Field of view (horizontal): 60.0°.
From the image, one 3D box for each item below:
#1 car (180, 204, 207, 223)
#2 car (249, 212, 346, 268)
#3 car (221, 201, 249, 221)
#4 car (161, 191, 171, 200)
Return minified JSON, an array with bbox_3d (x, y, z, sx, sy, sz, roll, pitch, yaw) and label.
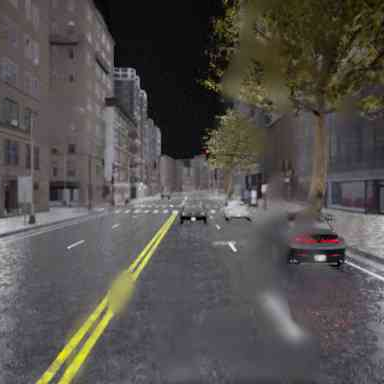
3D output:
[{"bbox_3d":[0.099,1.504,24.439,1.895,1.301,4.718,0,0,0],"label":"car"},{"bbox_3d":[3.350,1.463,11.106,1.837,1.490,4.892,0,0,0],"label":"car"},{"bbox_3d":[3.348,1.422,26.041,1.812,1.442,4.674,0,0,0],"label":"car"},{"bbox_3d":[-6.506,0.786,82.300,2.150,2.045,5.566,0,0,0],"label":"car"}]
